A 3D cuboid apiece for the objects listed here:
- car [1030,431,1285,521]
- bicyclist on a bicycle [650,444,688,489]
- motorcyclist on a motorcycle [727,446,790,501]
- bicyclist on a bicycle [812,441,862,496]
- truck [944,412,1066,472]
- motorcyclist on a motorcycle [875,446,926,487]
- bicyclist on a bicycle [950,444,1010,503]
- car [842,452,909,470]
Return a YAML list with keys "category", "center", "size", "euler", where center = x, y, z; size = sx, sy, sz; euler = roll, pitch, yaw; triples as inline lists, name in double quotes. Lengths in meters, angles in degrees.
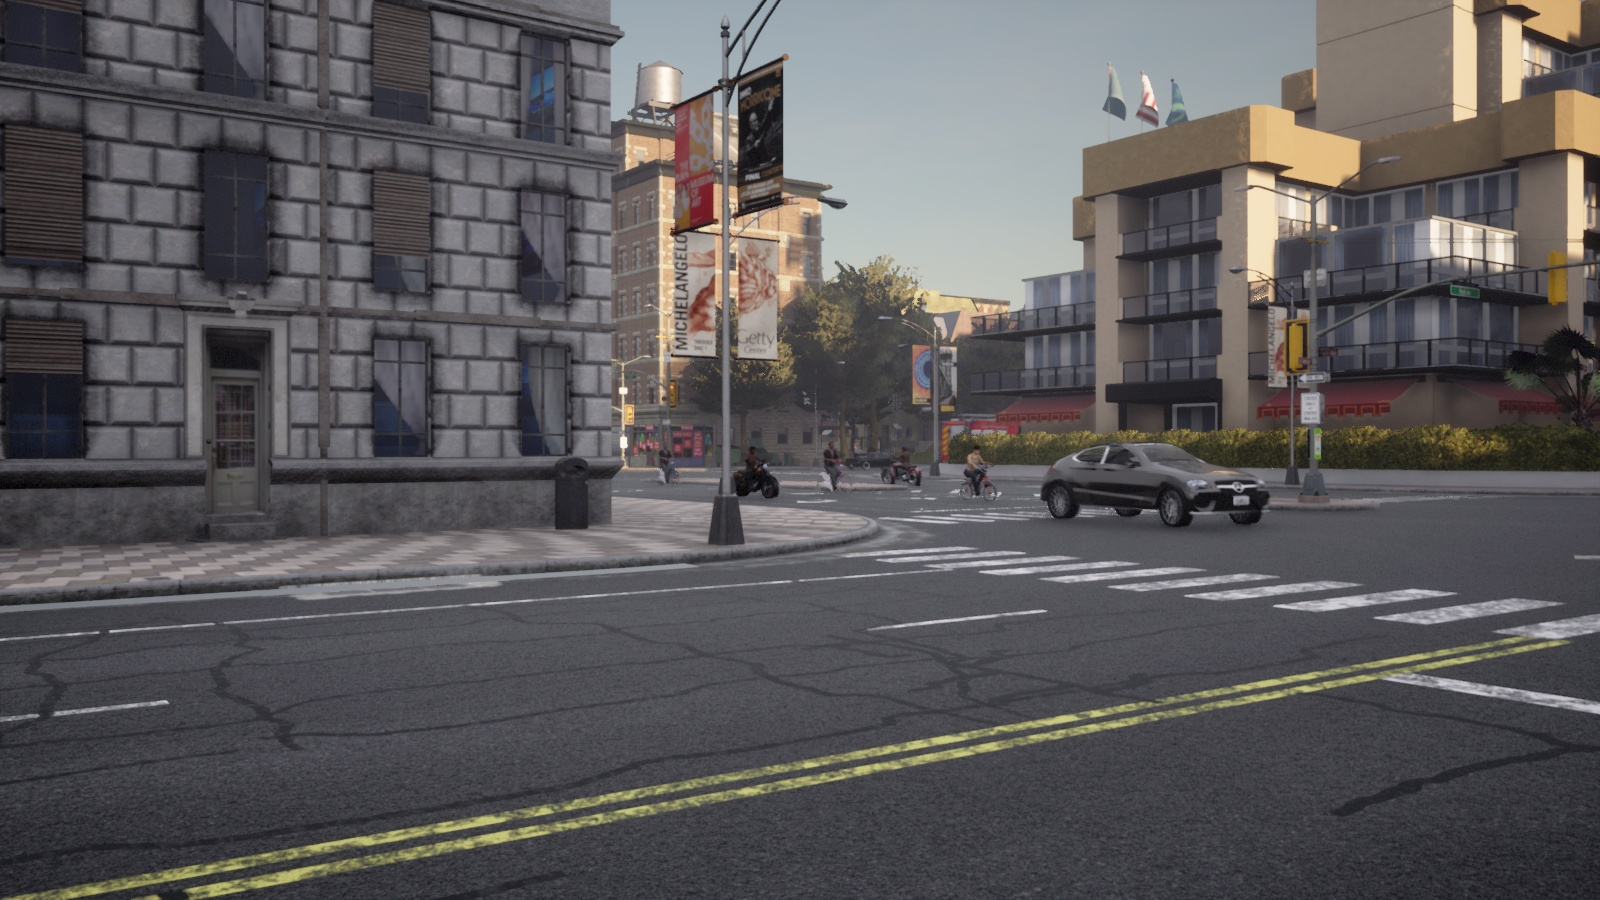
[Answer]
- category: "car"
  center: [7.165, 0.476, 25.757]
  size: [2.152, 1.651, 5.027]
  euler: [0, 0, -28]
- category: "bicyclist on a bicycle"
  center: [-5.255, 0.638, 50.329]
  size: [0.659, 1.776, 1.843]
  euler: [0, 0, -35]
- category: "motorcyclist on a motorcycle"
  center: [-1.302, 0.696, 38.581]
  size: [0.766, 1.649, 2.350]
  euler: [0, 0, -35]
- category: "bicyclist on a bicycle"
  center: [1.190, 0.601, 41.124]
  size: [0.659, 1.776, 1.843]
  euler: [0, 0, -35]
- category: "truck"
  center: [13.803, -0.519, 84.340]
  size: [8.468, 3.827, 2.891]
  euler: [0, 0, -35]
- category: "motorcyclist on a motorcycle"
  center: [4.062, 0.661, 50.970]
  size: [0.766, 1.649, 2.350]
  euler: [0, 0, -35]
- category: "bicyclist on a bicycle"
  center: [5.094, 0.645, 35.570]
  size: [0.866, 1.612, 1.509]
  euler: [0, 1, -35]
- category: "car"
  center: [5.513, 0.795, 91.330]
  size: [4.718, 1.301, 1.895]
  euler: [0, 0, -35]
